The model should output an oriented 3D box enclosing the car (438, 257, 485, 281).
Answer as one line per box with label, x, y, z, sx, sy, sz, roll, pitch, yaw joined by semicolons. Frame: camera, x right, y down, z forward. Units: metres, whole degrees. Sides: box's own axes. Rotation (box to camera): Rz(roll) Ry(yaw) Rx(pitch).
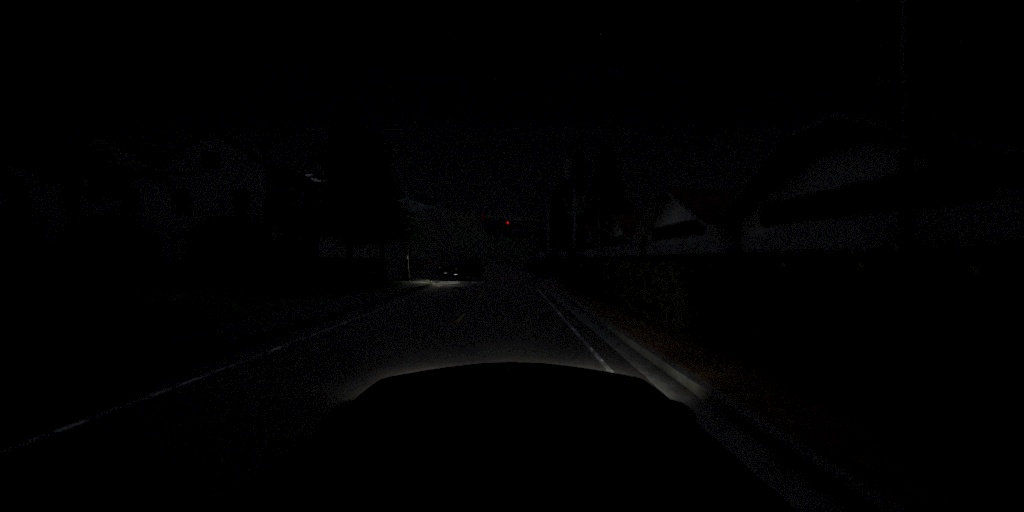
car;-4.639;1.129;33.915;2.150;2.045;5.566;3;2;25
